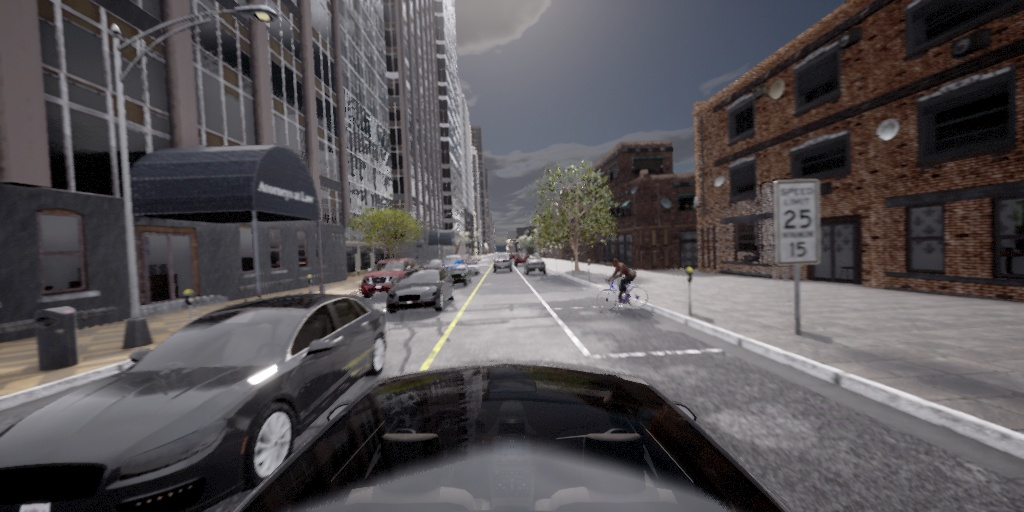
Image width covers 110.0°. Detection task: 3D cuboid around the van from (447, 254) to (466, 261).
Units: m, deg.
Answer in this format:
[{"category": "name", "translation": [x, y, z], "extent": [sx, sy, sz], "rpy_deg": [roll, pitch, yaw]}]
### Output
[{"category": "van", "translation": [-6.803, 0.833, 42.019], "extent": [1.690, 1.789, 3.998], "rpy_deg": [0, 0, -2]}]

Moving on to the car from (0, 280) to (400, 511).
[{"category": "car", "translation": [-3.129, 1.343, 4.702], "extent": [1.837, 1.490, 4.892], "rpy_deg": [-2, 1, -2]}]

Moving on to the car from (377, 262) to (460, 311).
[{"category": "car", "translation": [-3.416, 1.229, 14.103], "extent": [1.837, 1.490, 4.892], "rpy_deg": [-2, 1, -1]}]

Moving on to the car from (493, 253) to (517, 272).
[{"category": "car", "translation": [-0.931, 0.807, 36.619], "extent": [2.128, 1.511, 4.902], "rpy_deg": [-2, 1, -1]}]

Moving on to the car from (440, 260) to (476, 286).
[{"category": "car", "translation": [-3.681, 1.211, 23.373], "extent": [1.895, 1.301, 4.718], "rpy_deg": [-2, 1, -2]}]

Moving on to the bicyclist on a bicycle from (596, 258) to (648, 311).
[{"category": "bicyclist on a bicycle", "translation": [3.401, 0.869, 11.181], "extent": [1.656, 1.620, 0.582], "rpy_deg": [-4, 1, -2]}]

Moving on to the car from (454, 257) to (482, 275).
[{"category": "car", "translation": [-3.943, 1.089, 33.283], "extent": [1.895, 1.301, 4.718], "rpy_deg": [-2, 1, -1]}]

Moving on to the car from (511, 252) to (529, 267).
[{"category": "car", "translation": [1.403, 0.381, 47.784], "extent": [2.192, 1.841, 5.009], "rpy_deg": [0, 0, -2]}]

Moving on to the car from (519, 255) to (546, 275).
[{"category": "car", "translation": [1.928, 0.829, 30.454], "extent": [2.007, 1.370, 4.403], "rpy_deg": [0, 0, -2]}]

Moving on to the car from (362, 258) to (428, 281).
[{"category": "car", "translation": [-6.228, 1.090, 19.161], "extent": [2.192, 1.841, 5.009], "rpy_deg": [0, 0, -2]}]

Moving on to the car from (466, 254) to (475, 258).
[{"category": "car", "translation": [-7.131, 0.671, 53.082], "extent": [2.192, 1.841, 5.009], "rpy_deg": [0, 0, -2]}]

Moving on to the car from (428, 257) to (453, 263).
[{"category": "car", "translation": [-6.466, 1.077, 30.227], "extent": [1.967, 1.591, 4.097], "rpy_deg": [0, 0, -2]}]
